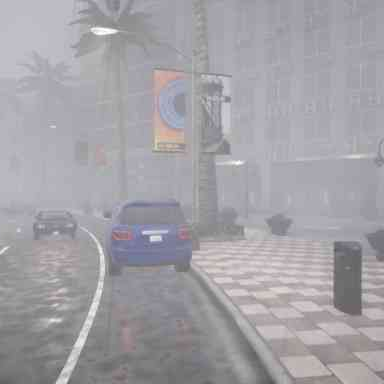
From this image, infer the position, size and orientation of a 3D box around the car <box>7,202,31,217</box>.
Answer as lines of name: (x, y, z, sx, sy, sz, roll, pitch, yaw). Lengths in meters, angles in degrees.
car: (-16.422, 1.587, 31.204, 1.895, 1.301, 4.718, 0, 0, -43)

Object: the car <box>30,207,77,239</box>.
car: (-7.216, 1.596, 17.365, 1.895, 1.301, 4.718, 0, 0, -25)

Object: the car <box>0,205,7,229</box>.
car: (-10.134, 1.539, 15.376, 2.033, 1.411, 5.357, 0, 0, -24)

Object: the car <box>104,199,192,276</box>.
car: (-1.585, 1.219, 10.656, 2.150, 2.045, 5.566, 0, 0, -15)
